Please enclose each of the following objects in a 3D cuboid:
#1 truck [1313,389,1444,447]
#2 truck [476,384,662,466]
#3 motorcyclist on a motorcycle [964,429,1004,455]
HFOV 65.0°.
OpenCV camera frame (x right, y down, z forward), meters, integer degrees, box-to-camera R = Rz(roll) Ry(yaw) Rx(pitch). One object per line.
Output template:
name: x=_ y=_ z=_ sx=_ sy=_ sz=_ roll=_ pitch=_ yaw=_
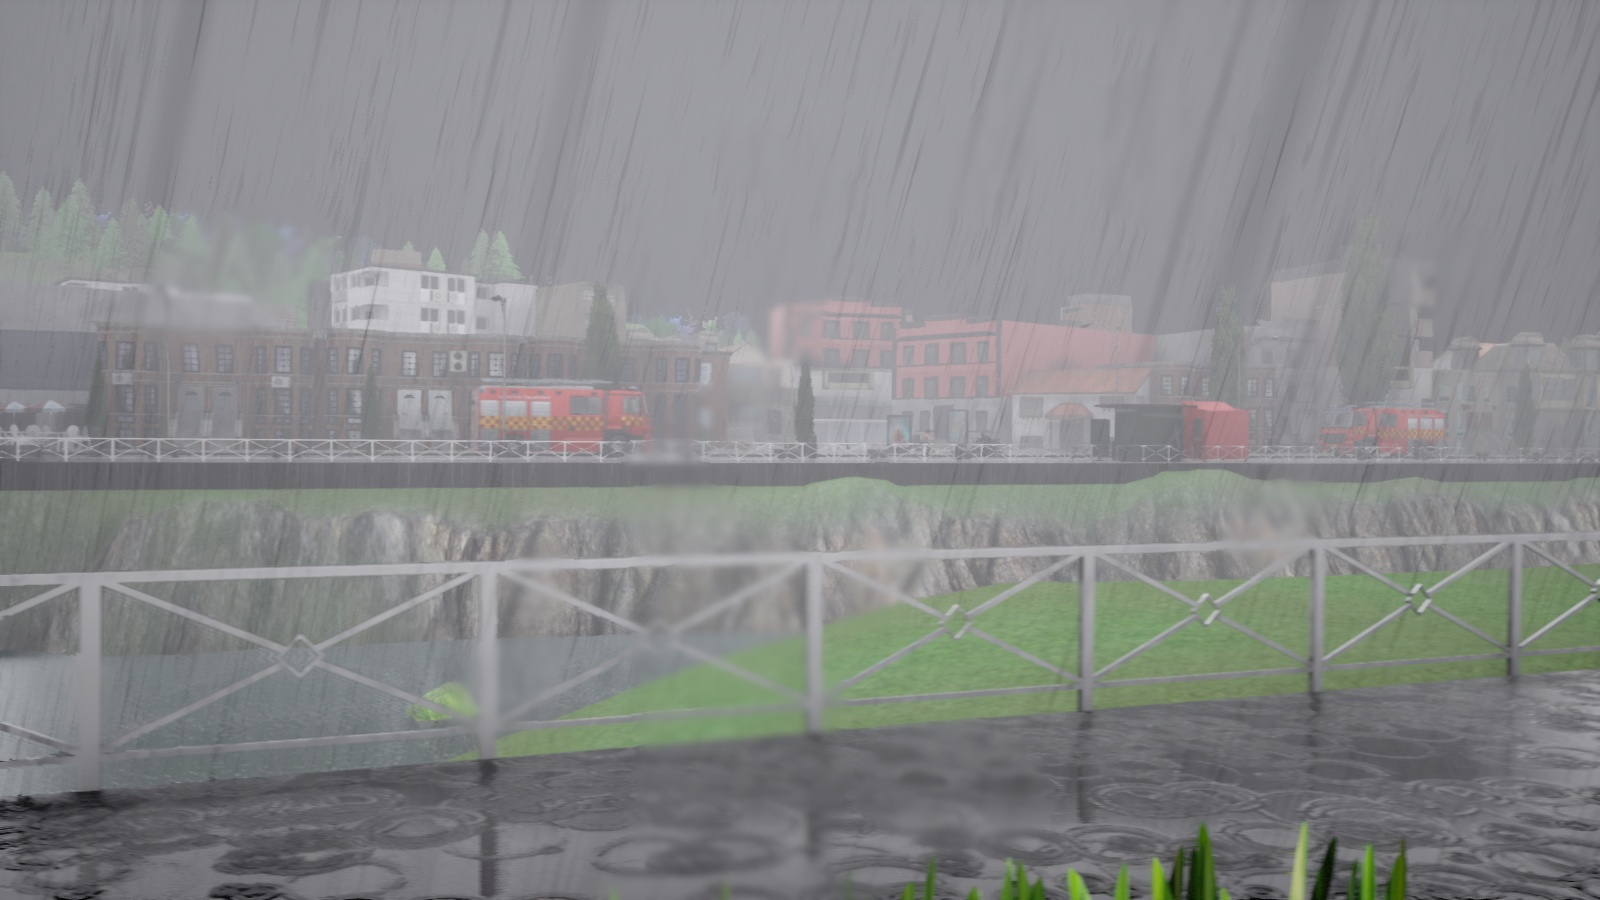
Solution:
truck: x=38.976 y=-2.164 z=84.558 sx=8.468 sy=3.827 sz=2.891 roll=-1 pitch=1 yaw=-21
truck: x=-11.244 y=-1.241 z=61.196 sx=8.468 sy=3.827 sz=2.891 roll=-1 pitch=1 yaw=-21
motorcyclist on a motorcycle: x=10.811 y=-0.486 z=73.871 sx=2.191 sy=1.530 sz=0.866 roll=-1 pitch=1 yaw=-21
